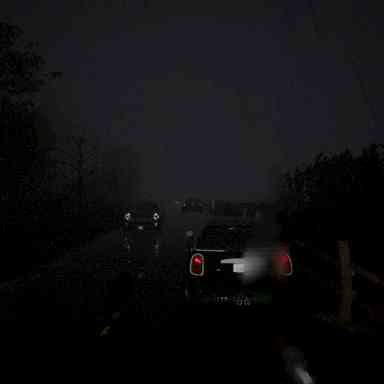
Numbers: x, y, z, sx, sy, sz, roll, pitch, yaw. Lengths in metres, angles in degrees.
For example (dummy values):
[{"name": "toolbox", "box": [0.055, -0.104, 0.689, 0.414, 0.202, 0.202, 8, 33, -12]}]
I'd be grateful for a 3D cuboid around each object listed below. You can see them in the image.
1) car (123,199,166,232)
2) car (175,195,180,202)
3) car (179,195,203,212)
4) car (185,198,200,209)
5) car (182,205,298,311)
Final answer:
[{"name": "car", "box": [-2.756, 1.344, 20.166, 2.097, 1.767, 4.553, 0, 0, 0]}, {"name": "car", "box": [-2.770, 1.389, 74.251, 2.128, 1.511, 4.902, 0, 0, 0]}, {"name": "car", "box": [0.063, 1.331, 35.387, 2.097, 1.767, 4.553, 0, 0, 0]}, {"name": "car", "box": [0.046, 1.565, 45.351, 1.895, 1.301, 4.718, 0, 0, 0]}, {"name": "car", "box": [0.898, 1.350, 7.940, 2.097, 1.767, 4.553, 0, 0, 1]}]
